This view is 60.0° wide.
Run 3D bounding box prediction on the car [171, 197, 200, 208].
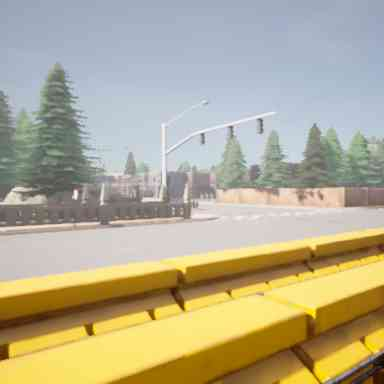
[{"bbox_3d":[-1.190,1.416,44.612,2.033,1.411,5.357,0,0,-35],"label":"car"}]
